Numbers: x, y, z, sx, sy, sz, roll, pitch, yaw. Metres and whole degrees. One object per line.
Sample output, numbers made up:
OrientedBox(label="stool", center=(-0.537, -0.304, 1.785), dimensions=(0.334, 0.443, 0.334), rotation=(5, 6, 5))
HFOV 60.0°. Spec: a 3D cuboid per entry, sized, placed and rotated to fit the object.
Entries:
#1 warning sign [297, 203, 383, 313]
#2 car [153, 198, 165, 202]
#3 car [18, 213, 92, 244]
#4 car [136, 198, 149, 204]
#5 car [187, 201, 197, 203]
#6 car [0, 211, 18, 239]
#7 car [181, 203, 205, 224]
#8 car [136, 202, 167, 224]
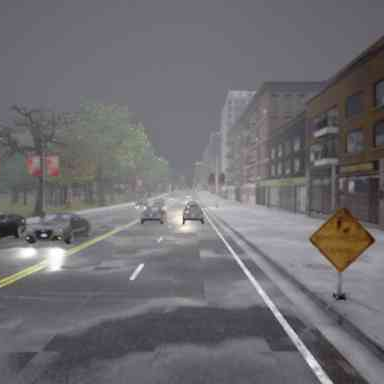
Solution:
OrientedBox(label="warning sign", center=(2.871, 1.191, 6.422), dimensions=(1.300, 1.860, 1.060), rotation=(1, 1, 0))
OrientedBox(label="car", center=(-6.519, 1.994, 65.743), dimensions=(2.097, 1.767, 4.553), rotation=(0, 0, 0))
OrientedBox(label="car", center=(-6.576, 1.765, 16.823), dimensions=(1.994, 1.385, 4.181), rotation=(0, -1, 1))
OrientedBox(label="car", center=(-9.769, 1.994, 65.743), dimensions=(2.097, 1.767, 4.553), rotation=(0, 0, 0))
OrientedBox(label="car", center=(0.058, 1.992, 44.251), dimensions=(1.837, 1.490, 4.892), rotation=(0, 0, 0))
OrientedBox(label="car", center=(-9.841, 1.684, 16.062), dimensions=(2.128, 1.511, 4.902), rotation=(0, -1, 0))
OrientedBox(label="car", center=(0.096, 1.874, 27.836), dimensions=(2.033, 1.411, 5.357), rotation=(0, -1, 0))
OrientedBox(label="car", center=(-3.154, 1.877, 28.024), dimensions=(2.033, 1.411, 5.357), rotation=(0, -1, 0))
